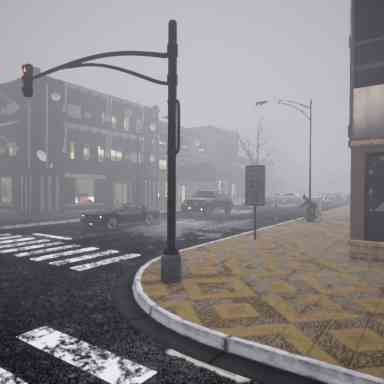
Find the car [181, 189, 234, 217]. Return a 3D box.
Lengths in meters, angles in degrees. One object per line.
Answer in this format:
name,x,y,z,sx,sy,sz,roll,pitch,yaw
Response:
car,1.379,0.798,27.130,2.150,2.045,5.566,1,1,35

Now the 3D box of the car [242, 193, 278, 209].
car,7.088,1.014,35.379,1.895,1.301,4.718,1,1,35

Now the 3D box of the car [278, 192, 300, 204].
car,12.961,0.771,43.792,1.812,1.442,4.674,1,1,34

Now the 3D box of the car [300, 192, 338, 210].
car,12.658,0.993,33.059,2.008,1.369,4.403,2,2,35

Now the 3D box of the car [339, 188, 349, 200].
car,24.218,0.572,54.545,2.033,1.411,5.357,1,1,36

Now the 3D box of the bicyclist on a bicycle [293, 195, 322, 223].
bicyclist on a bicycle,6.785,1.003,19.589,1.656,1.620,0.582,0,1,35

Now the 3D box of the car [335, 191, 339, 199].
car,18.538,0.788,46.308,1.895,1.301,4.718,1,1,35

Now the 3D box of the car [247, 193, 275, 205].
car,8.870,0.821,42.612,1.887,1.381,4.507,2,2,35

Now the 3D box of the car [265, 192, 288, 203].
car,12.109,0.767,47.234,1.802,1.307,4.206,2,2,35

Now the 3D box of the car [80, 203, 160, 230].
car,-4.062,1.334,19.289,1.895,1.301,4.718,1,1,35

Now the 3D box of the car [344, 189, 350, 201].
car,25.417,0.619,51.680,1.887,1.381,4.507,2,2,35
